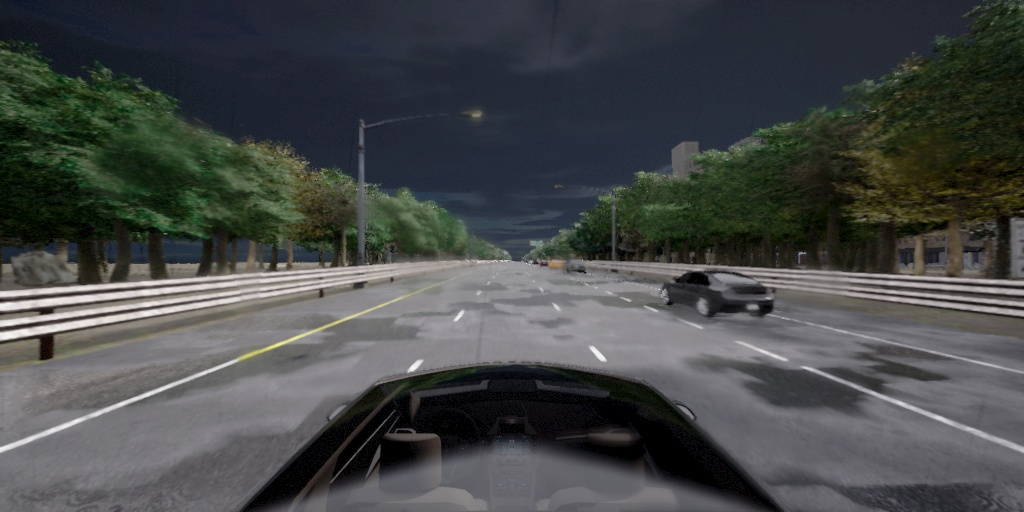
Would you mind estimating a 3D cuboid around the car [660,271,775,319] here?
[{"bbox_3d":[7.010,1.255,12.845,1.837,1.490,4.892,0,0,0],"label":"car"}]

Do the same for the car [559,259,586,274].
[{"bbox_3d":[7.058,1.151,41.321,2.097,1.767,4.553,0,0,0],"label":"car"}]

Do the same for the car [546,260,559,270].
[{"bbox_3d":[7.132,1.402,57.936,1.882,1.535,5.008,0,-1,0],"label":"car"}]
